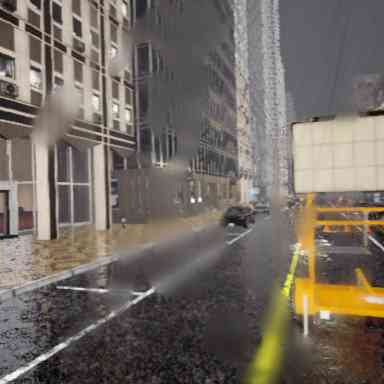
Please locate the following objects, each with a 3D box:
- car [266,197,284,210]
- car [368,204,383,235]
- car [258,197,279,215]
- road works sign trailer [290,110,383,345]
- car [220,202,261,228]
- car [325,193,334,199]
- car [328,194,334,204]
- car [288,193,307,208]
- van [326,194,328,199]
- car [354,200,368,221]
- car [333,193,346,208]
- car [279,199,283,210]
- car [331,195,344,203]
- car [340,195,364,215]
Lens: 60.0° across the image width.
[{"bbox_3d":[10.939,1.486,43.490,1.752,1.417,4.829,-2,0,20],"label":"car"},{"bbox_3d":[9.113,1.334,14.413,1.752,1.417,4.829,-2,0,20],"label":"car"},{"bbox_3d":[7.080,1.557,33.053,2.008,1.369,4.403,-2,0,20],"label":"car"},{"bbox_3d":[3.050,0.407,5.874,2.380,3.560,2.880,-2,0,20],"label":"road works sign trailer"},{"bbox_3d":[3.160,1.621,22.459,1.947,1.339,4.313,-2,0,20],"label":"car"},{"bbox_3d":[36.495,1.065,88.420,1.947,1.339,4.313,-2,0,20],"label":"car"},{"bbox_3d":[22.767,0.959,51.339,2.192,1.841,5.009,-2,0,20],"label":"car"},{"bbox_3d":[14.228,1.089,44.756,2.150,2.045,5.566,-2,-1,21],"label":"car"},{"bbox_3d":[34.527,0.859,83.124,1.690,1.788,3.998,-2,0,20],"label":"van"},{"bbox_3d":[11.016,1.350,19.551,1.947,1.339,4.313,-2,0,20],"label":"car"},{"bbox_3d":[18.851,1.129,40.742,1.967,1.590,4.097,-2,0,20],"label":"car"},{"bbox_3d":[9.036,1.423,38.353,1.967,1.590,4.097,-2,0,20],"label":"car"},{"bbox_3d":[24.735,1.203,56.634,1.802,1.307,4.206,-2,0,20],"label":"car"},{"bbox_3d":[14.935,1.286,30.147,2.008,1.369,4.403,-2,0,20],"label":"car"}]
